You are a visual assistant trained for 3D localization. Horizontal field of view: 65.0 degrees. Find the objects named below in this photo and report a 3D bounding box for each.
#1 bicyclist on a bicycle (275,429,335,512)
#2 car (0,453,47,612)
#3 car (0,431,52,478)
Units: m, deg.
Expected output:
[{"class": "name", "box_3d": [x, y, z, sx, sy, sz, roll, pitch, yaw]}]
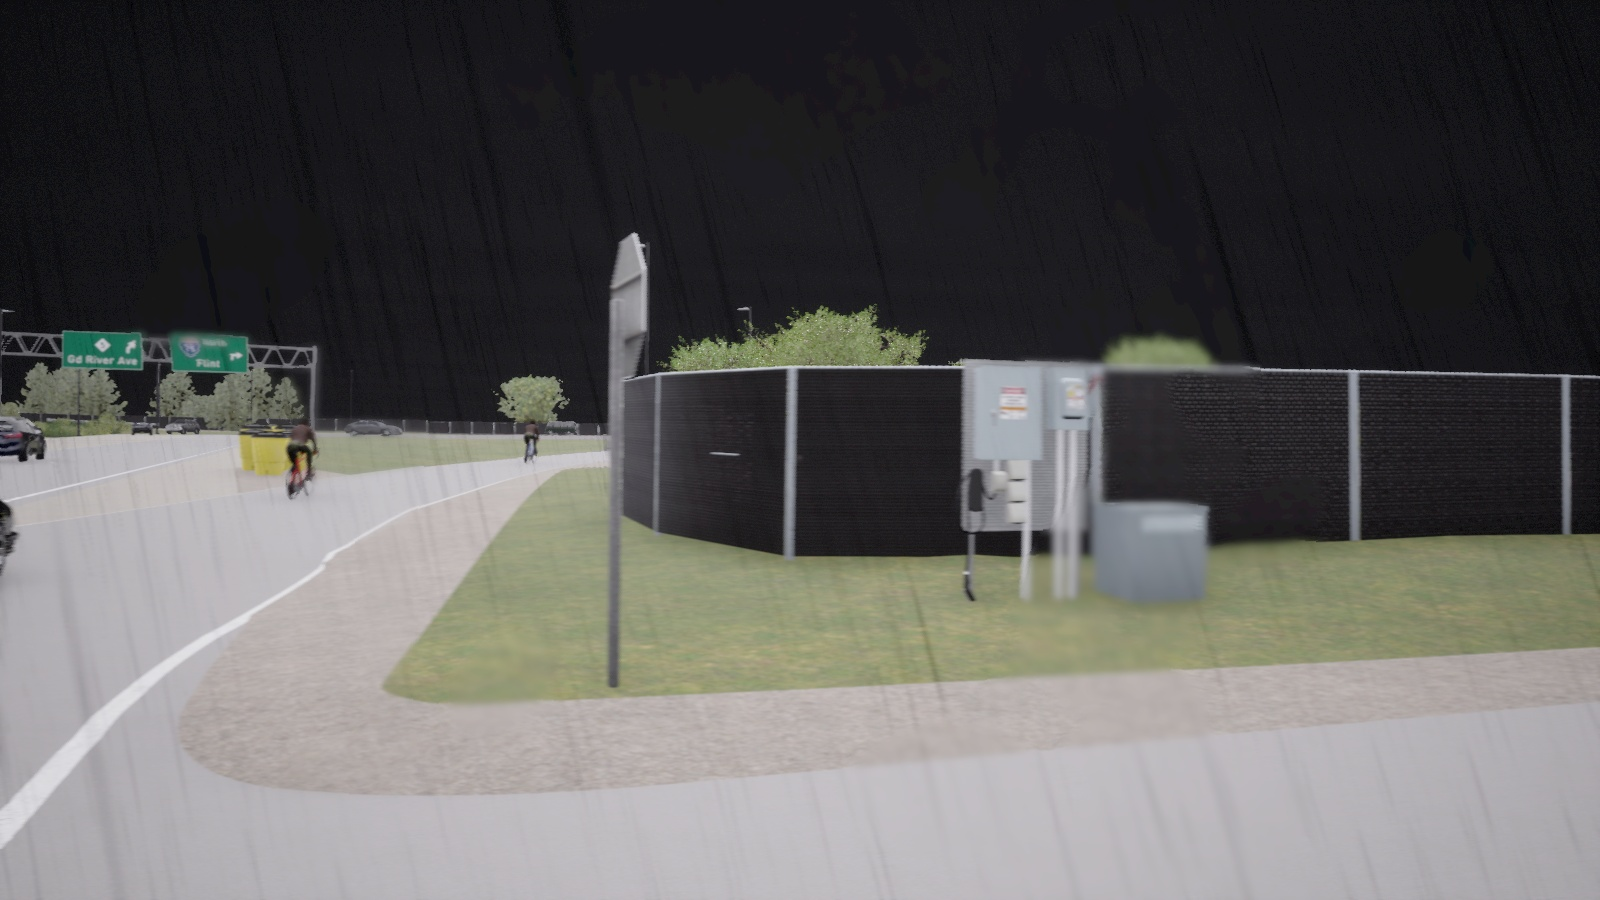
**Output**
[{"class": "bicyclist on a bicycle", "box_3d": [-10.002, 0.400, 25.418, 0.582, 1.620, 1.656, -1, 1, -2]}, {"class": "car", "box_3d": [-7.926, 0.784, 10.165, 2.033, 1.411, 5.357, -1, 1, -19]}, {"class": "car", "box_3d": [-30.011, 0.143, 47.418, 2.242, 1.667, 4.611, -1, 1, -21]}]
